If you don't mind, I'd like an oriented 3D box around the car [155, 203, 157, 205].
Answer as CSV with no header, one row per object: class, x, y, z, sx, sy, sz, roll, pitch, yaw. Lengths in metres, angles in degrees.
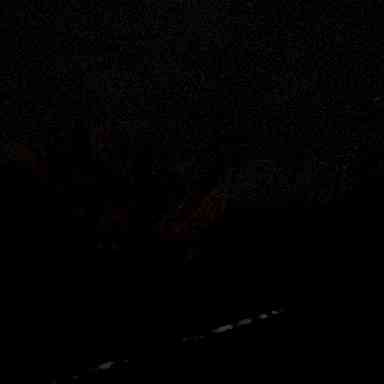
car,-4.815,1.400,56.963,2.150,2.045,5.566,0,0,-34
